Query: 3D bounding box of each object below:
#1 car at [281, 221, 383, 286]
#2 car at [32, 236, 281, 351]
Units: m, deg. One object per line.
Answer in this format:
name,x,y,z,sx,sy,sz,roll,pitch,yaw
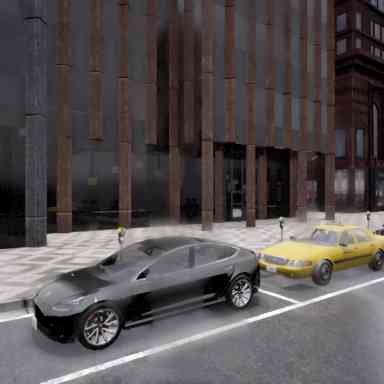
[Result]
car,3.872,1.526,9.402,4.829,1.417,1.752,0,0,-35
car,-0.581,1.566,6.232,4.313,1.339,1.947,0,0,-35
